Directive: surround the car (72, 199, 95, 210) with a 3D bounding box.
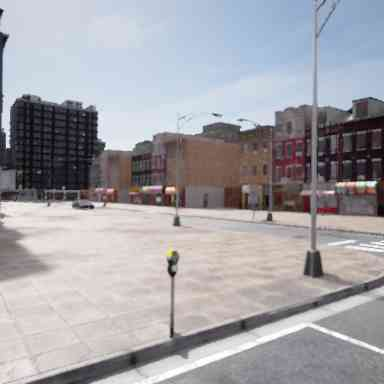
[{"bbox_3d":[-15.290,1.740,46.597,2.033,1.411,5.357,1,-1,-35],"label":"car"}]
